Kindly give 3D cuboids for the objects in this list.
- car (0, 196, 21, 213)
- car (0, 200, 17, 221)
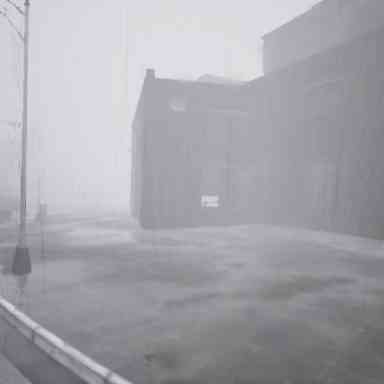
[{"bbox_3d":[-21.790,1.463,38.606,2.150,2.045,5.566,1,-1,-7],"label":"car"},{"bbox_3d":[-16.197,1.656,26.862,1.882,1.535,5.008,1,-1,-12],"label":"car"}]
